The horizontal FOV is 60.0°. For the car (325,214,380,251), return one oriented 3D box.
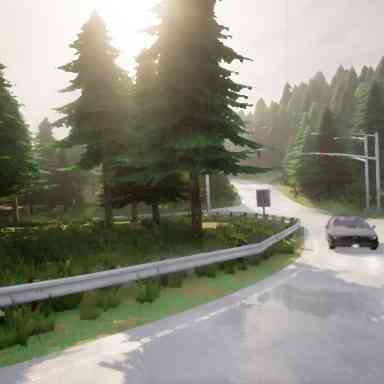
[{"bbox_3d":[7.204,1.746,15.392,2.033,1.411,5.357,-2,-2,20],"label":"car"}]
